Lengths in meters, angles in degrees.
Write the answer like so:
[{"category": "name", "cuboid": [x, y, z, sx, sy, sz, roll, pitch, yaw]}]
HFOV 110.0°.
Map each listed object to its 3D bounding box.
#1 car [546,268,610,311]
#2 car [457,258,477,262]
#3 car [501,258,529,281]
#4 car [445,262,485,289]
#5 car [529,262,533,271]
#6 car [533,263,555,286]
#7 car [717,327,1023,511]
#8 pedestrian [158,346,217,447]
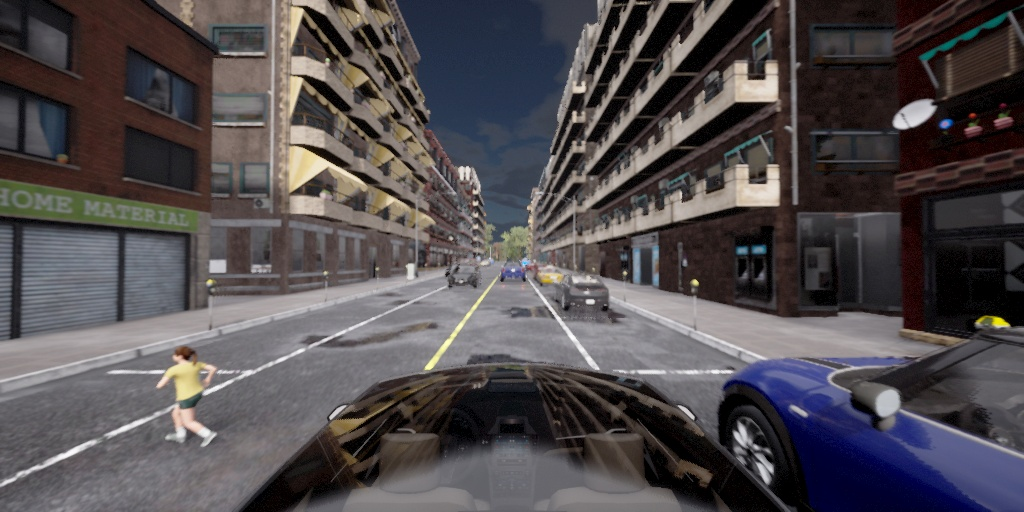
[{"category": "car", "cuboid": [2.697, 1.349, 14.542, 2.007, 1.370, 4.403, 0, 0, 0]}, {"category": "car", "cuboid": [-5.669, 1.220, 42.441, 2.192, 1.841, 5.009, 0, 0, 0]}, {"category": "car", "cuboid": [0.102, 1.216, 31.536, 2.097, 1.767, 4.553, 0, 0, 0]}, {"category": "car", "cuboid": [-3.088, 1.340, 24.048, 1.837, 1.490, 4.892, 0, 0, 0]}, {"category": "car", "cuboid": [2.706, 1.444, 31.256, 1.802, 1.307, 4.207, 0, 0, 0]}, {"category": "car", "cuboid": [2.703, 1.367, 25.854, 1.751, 1.417, 4.829, 0, 0, 0]}, {"category": "car", "cuboid": [3.000, 1.101, 1.568, 2.097, 1.767, 4.553, 0, 0, 0]}, {"category": "pedestrian", "cuboid": [-3.444, 1.432, 3.819, 0.500, 1.100, 0.500, 1, -1, -5]}]
